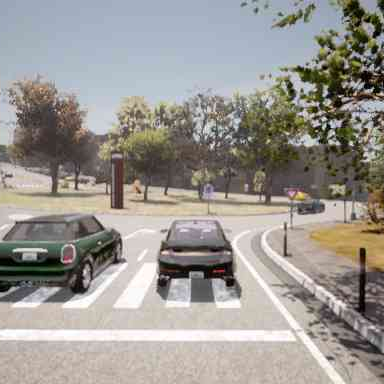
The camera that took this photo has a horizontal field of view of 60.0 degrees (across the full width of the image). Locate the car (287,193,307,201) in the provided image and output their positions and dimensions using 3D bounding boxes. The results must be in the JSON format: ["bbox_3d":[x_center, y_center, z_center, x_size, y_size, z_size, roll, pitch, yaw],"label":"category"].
[{"bbox_3d":[19.387,0.850,60.622,1.882,1.535,5.008,-1,2,-20],"label":"car"}]

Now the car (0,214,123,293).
[{"bbox_3d":[-3.347,1.363,9.070,2.097,1.767,4.553,0,0,1],"label":"car"}]

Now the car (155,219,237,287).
[{"bbox_3d":[0.107,1.503,9.320,2.128,1.511,4.902,0,0,0],"label":"car"}]

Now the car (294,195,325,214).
[{"bbox_3d":[13.092,1.503,36.406,1.837,1.490,4.892,3,3,38],"label":"car"}]
